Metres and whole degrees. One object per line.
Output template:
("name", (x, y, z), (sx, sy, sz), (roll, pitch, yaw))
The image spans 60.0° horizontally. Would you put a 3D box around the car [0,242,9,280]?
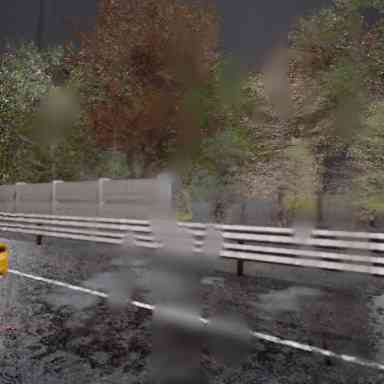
("car", (-6.767, 1.570, 8.693), (5.008, 1.535, 1.882), (-1, 0, 35))
